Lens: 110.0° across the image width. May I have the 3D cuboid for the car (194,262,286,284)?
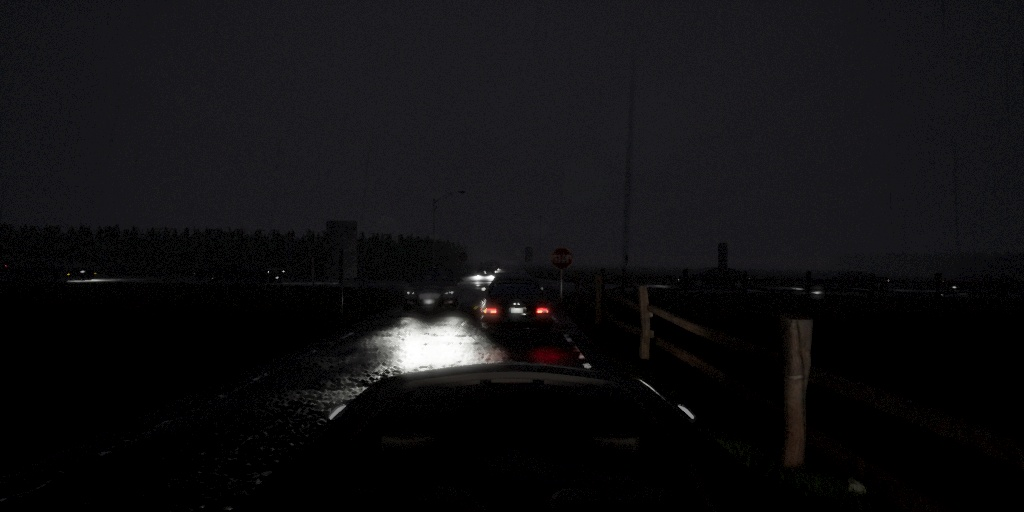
[{"bbox_3d":[-17.362,1.058,23.118,4.718,1.301,1.895,1,-1,0],"label":"car"}]

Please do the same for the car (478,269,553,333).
[{"bbox_3d":[0.047,1.299,10.723,2.033,1.411,5.357,0,0,-1],"label":"car"}]

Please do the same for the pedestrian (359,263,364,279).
[{"bbox_3d":[-12.223,1.170,29.119,0.375,1.300,0.375,0,-2,0],"label":"pedestrian"}]

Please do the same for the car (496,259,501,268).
[{"bbox_3d":[-2.937,1.305,50.359,2.033,1.411,5.357,0,0,0],"label":"car"}]

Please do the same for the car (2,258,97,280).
[{"bbox_3d":[-29.618,0.804,23.064,4.181,1.385,1.994,1,-1,0],"label":"car"}]

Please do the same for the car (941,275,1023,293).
[{"bbox_3d":[34.657,2.015,26.311,4.718,1.301,1.895,1,-1,0],"label":"car"}]

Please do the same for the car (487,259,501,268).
[{"bbox_3d":[-2.942,1.250,60.488,2.128,1.511,4.902,0,0,0],"label":"car"}]

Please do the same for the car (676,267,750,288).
[{"bbox_3d":[14.613,1.559,26.222,4.892,1.490,1.837,1,-1,0],"label":"car"}]

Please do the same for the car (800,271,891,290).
[{"bbox_3d":[24.392,1.777,26.272,5.357,1.411,2.033,1,-1,0],"label":"car"}]

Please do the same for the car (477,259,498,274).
[{"bbox_3d":[-2.919,1.357,40.514,1.895,1.301,4.718,0,0,0],"label":"car"}]

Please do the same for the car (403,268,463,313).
[{"bbox_3d":[-2.998,1.244,14.230,2.128,1.511,4.902,0,0,-6],"label":"car"}]
